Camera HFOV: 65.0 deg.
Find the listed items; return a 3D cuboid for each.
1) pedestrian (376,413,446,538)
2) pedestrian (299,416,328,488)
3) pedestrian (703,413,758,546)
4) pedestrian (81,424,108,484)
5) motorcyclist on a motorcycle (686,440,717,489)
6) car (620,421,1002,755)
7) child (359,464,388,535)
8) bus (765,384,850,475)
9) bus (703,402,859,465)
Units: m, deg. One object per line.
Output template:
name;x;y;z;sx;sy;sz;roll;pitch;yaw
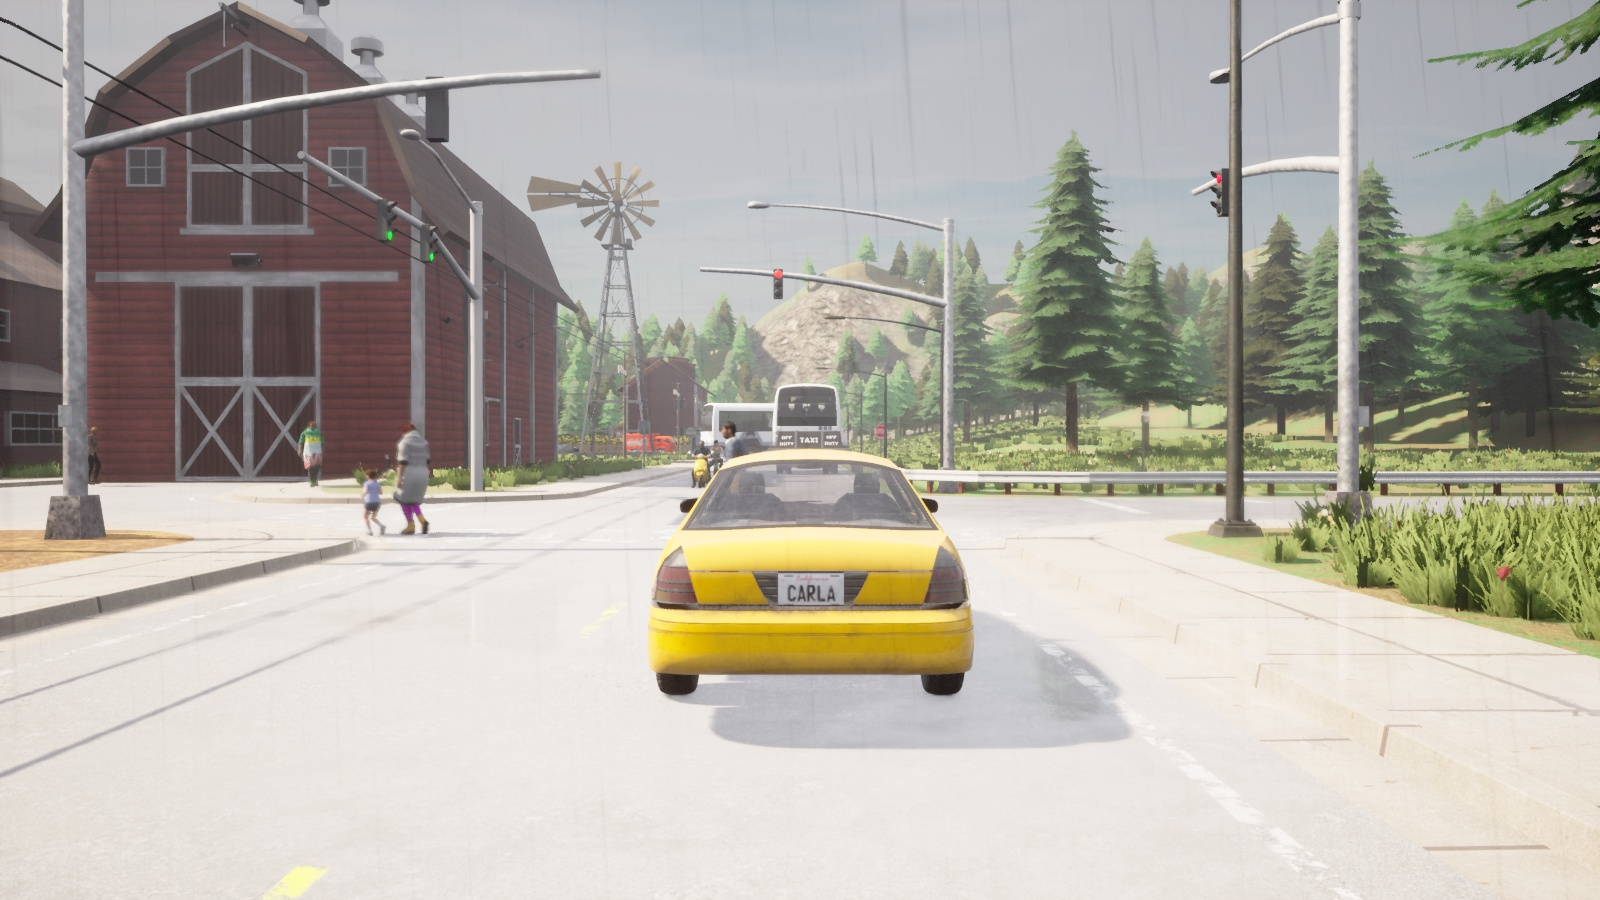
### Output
pedestrian;-6.250;0.395;20.169;0.873;1.952;0.659;0;0;31
pedestrian;-13.322;0.055;34.360;0.659;1.952;0.873;0;0;-27
pedestrian;-1.024;0.435;18.637;0.788;1.949;0.423;0;0;1
pedestrian;-21.975;0.123;39.106;0.634;1.846;0.331;0;0;0
motorcyclist on a motorcycle;-3.259;0.462;41.690;0.866;1.590;1.817;0;0;0
car;0.063;0.637;8.603;1.801;1.575;5.366;0;0;0
child;-6.724;0.776;19.795;0.394;1.110;0.255;0;0;35
bus;0.361;-0.989;63.582;3.944;4.253;10.273;0;0;0
bus;-1.369;-1.127;88.524;10.273;4.253;3.944;0;0;-20
